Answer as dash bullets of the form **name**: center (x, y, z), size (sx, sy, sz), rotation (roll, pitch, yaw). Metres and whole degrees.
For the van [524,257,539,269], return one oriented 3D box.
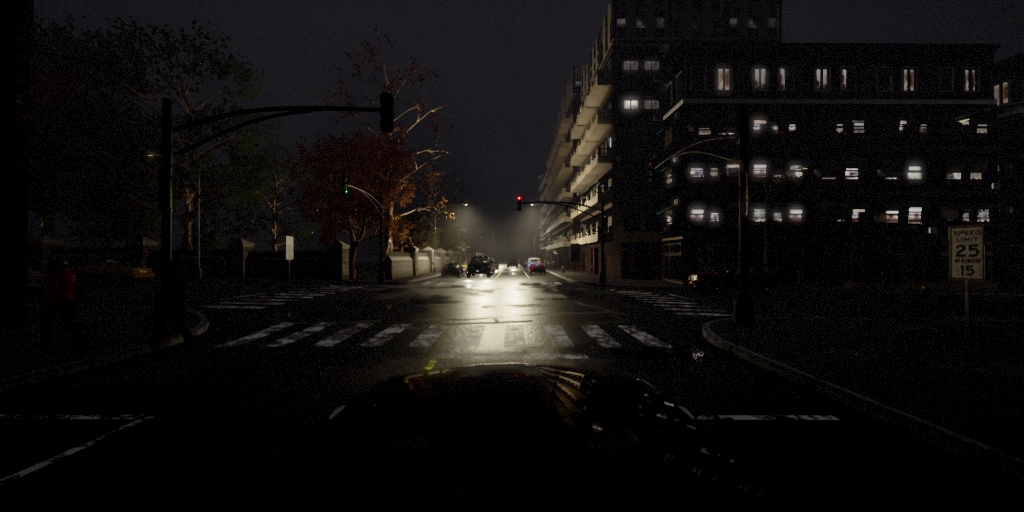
- **van**: center (2.769, 1.116, 45.667), size (1.690, 1.789, 3.998), rotation (0, 0, 0)

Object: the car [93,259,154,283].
- **car**: center (-24.708, 0.883, 21.750), size (4.829, 1.417, 1.751), rotation (0, 0, 0)

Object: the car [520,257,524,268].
- **car**: center (2.789, 1.230, 56.927), size (1.967, 1.591, 4.097), rotation (0, 0, 0)

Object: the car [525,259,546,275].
- **car**: center (2.759, 1.314, 40.036), size (1.888, 1.381, 4.507), rotation (0, 0, 0)

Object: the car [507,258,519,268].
- **car**: center (0.109, 1.304, 62.711), size (1.837, 1.490, 4.892), rotation (0, 0, 0)

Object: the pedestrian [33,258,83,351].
- **pedestrian**: center (-8.722, 0.893, 6.897), size (0.375, 1.860, 0.375), rotation (0, 0, 0)

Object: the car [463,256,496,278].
- **car**: center (-3.027, 0.986, 34.707), size (2.150, 2.045, 5.566), rotation (0, 0, 1)

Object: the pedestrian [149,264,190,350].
- **pedestrian**: center (-7.147, 1.043, 7.495), size (0.375, 1.860, 0.375), rotation (0, 0, 0)

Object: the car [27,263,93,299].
- **car**: center (-18.942, 1.007, 13.414), size (4.207, 1.307, 1.802), rotation (0, 0, 0)

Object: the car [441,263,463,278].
- **car**: center (-5.632, 1.330, 34.421), size (1.948, 1.339, 4.313), rotation (0, 0, 0)

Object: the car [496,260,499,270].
- **car**: center (-3.020, 1.322, 44.959), size (2.033, 1.411, 5.357), rotation (0, 0, 0)

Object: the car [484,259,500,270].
- **car**: center (-2.994, 1.279, 55.058), size (2.128, 1.511, 4.902), rotation (0, 0, 0)

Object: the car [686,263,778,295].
- **car**: center (13.485, 1.353, 22.046), size (5.009, 1.841, 2.192), rotation (0, 0, 0)
